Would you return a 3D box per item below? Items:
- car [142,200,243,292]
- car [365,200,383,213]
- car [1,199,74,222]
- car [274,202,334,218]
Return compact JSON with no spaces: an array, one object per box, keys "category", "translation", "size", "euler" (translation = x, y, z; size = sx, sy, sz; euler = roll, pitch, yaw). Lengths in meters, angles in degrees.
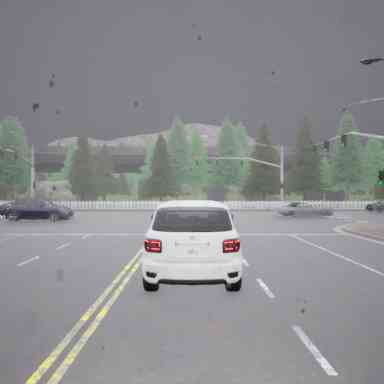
[{"category":"car","translation":[0.009,1.221,9.088],"size":[2.150,2.045,5.566],"euler":[0,0,0]},{"category":"car","translation":[21.210,1.508,36.116],"size":[4.181,1.385,1.994],"euler":[0,0,0]},{"category":"car","translation":[-11.425,1.324,25.269],"size":[4.553,1.767,2.097],"euler":[1,0,0]},{"category":"car","translation":[9.728,1.556,28.882],"size":[4.718,1.301,1.895],"euler":[0,0,0]}]
